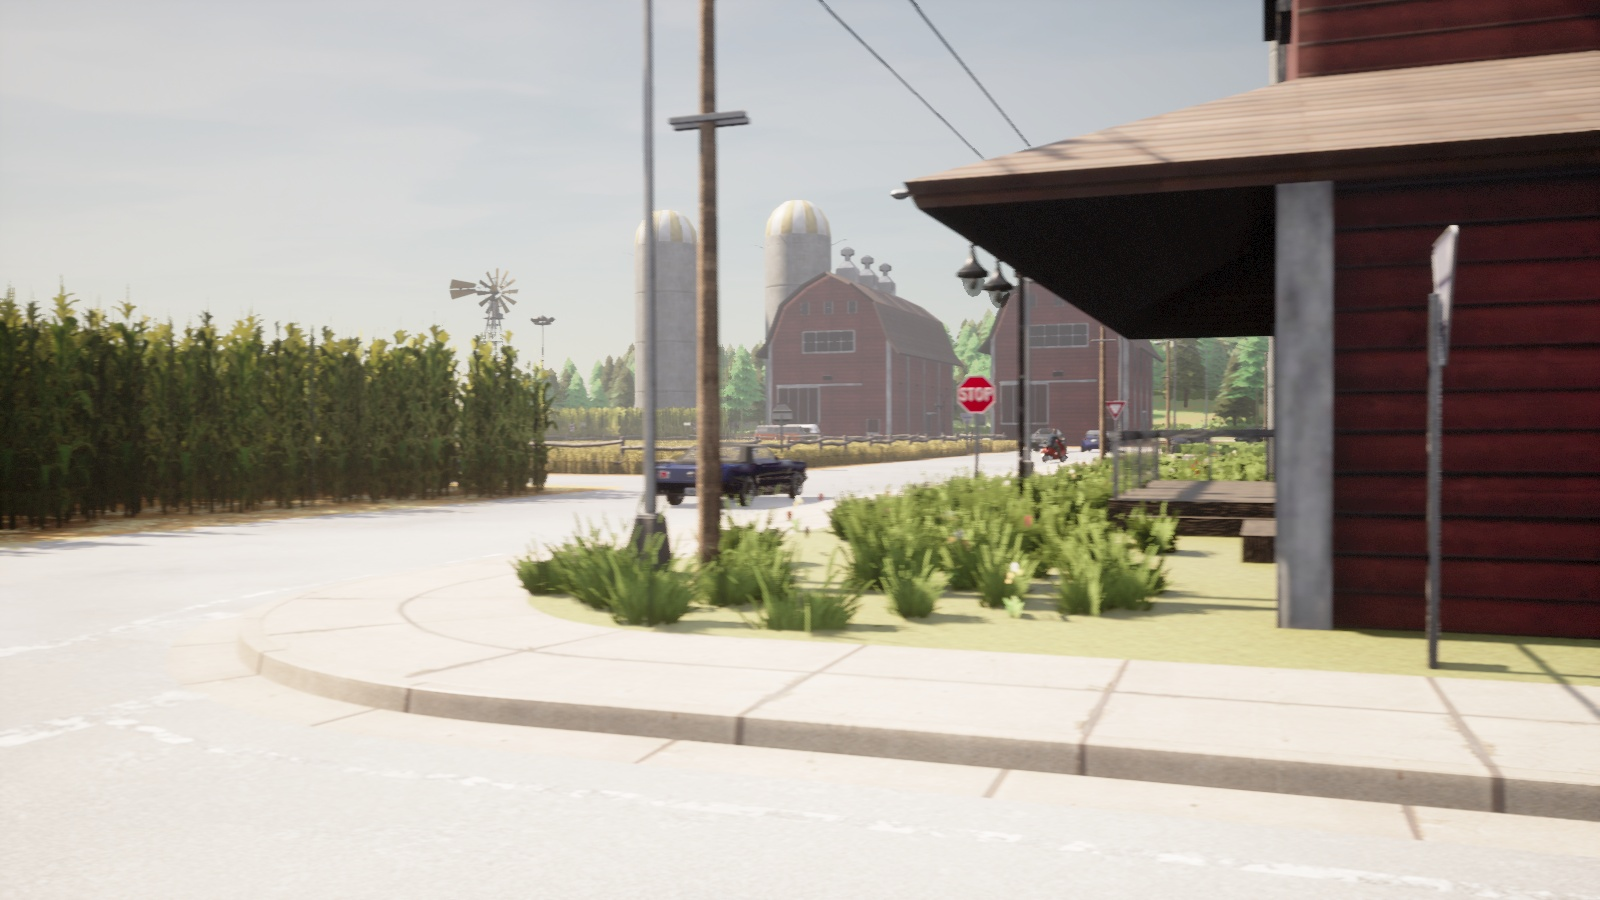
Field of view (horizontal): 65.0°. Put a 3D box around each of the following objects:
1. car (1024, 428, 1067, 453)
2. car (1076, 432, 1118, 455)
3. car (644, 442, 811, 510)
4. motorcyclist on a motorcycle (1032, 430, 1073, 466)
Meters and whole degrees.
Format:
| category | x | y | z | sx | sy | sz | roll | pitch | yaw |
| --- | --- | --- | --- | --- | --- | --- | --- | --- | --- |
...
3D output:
| category | x | y | z | sx | sy | sz | roll | pitch | yaw |
| --- | --- | --- | --- | --- | --- | --- | --- | --- | --- |
| car | 16.740 | -0.692 | 85.459 | 2.152 | 1.651 | 5.027 | 1 | 1 | 19 |
| car | 20.019 | -0.441 | 84.431 | 2.163 | 1.488 | 4.792 | 1 | 1 | 21 |
| car | -1.475 | 0.500 | 27.676 | 1.895 | 1.301 | 4.718 | 1 | 1 | 21 |
| motorcyclist on a motorcycle | 11.757 | -0.096 | 58.397 | 1.817 | 1.590 | 0.866 | -1 | 4 | -39 |
